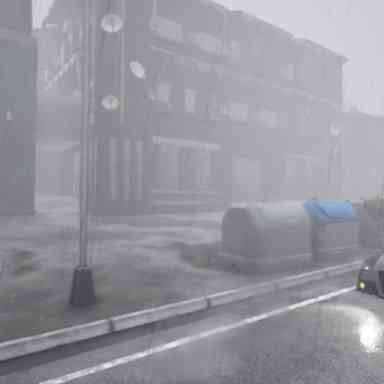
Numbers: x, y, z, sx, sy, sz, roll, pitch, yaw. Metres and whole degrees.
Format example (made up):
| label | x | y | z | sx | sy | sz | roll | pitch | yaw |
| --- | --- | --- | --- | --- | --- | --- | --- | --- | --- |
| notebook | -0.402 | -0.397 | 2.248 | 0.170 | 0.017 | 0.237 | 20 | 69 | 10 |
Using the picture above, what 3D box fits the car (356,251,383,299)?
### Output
| label | x | y | z | sx | sy | sz | roll | pitch | yaw |
| --- | --- | --- | --- | --- | --- | --- | --- | --- | --- |
| car | 5.452 | 1.571 | 7.270 | 4.181 | 1.385 | 1.994 | 0 | 0 | -36 |
